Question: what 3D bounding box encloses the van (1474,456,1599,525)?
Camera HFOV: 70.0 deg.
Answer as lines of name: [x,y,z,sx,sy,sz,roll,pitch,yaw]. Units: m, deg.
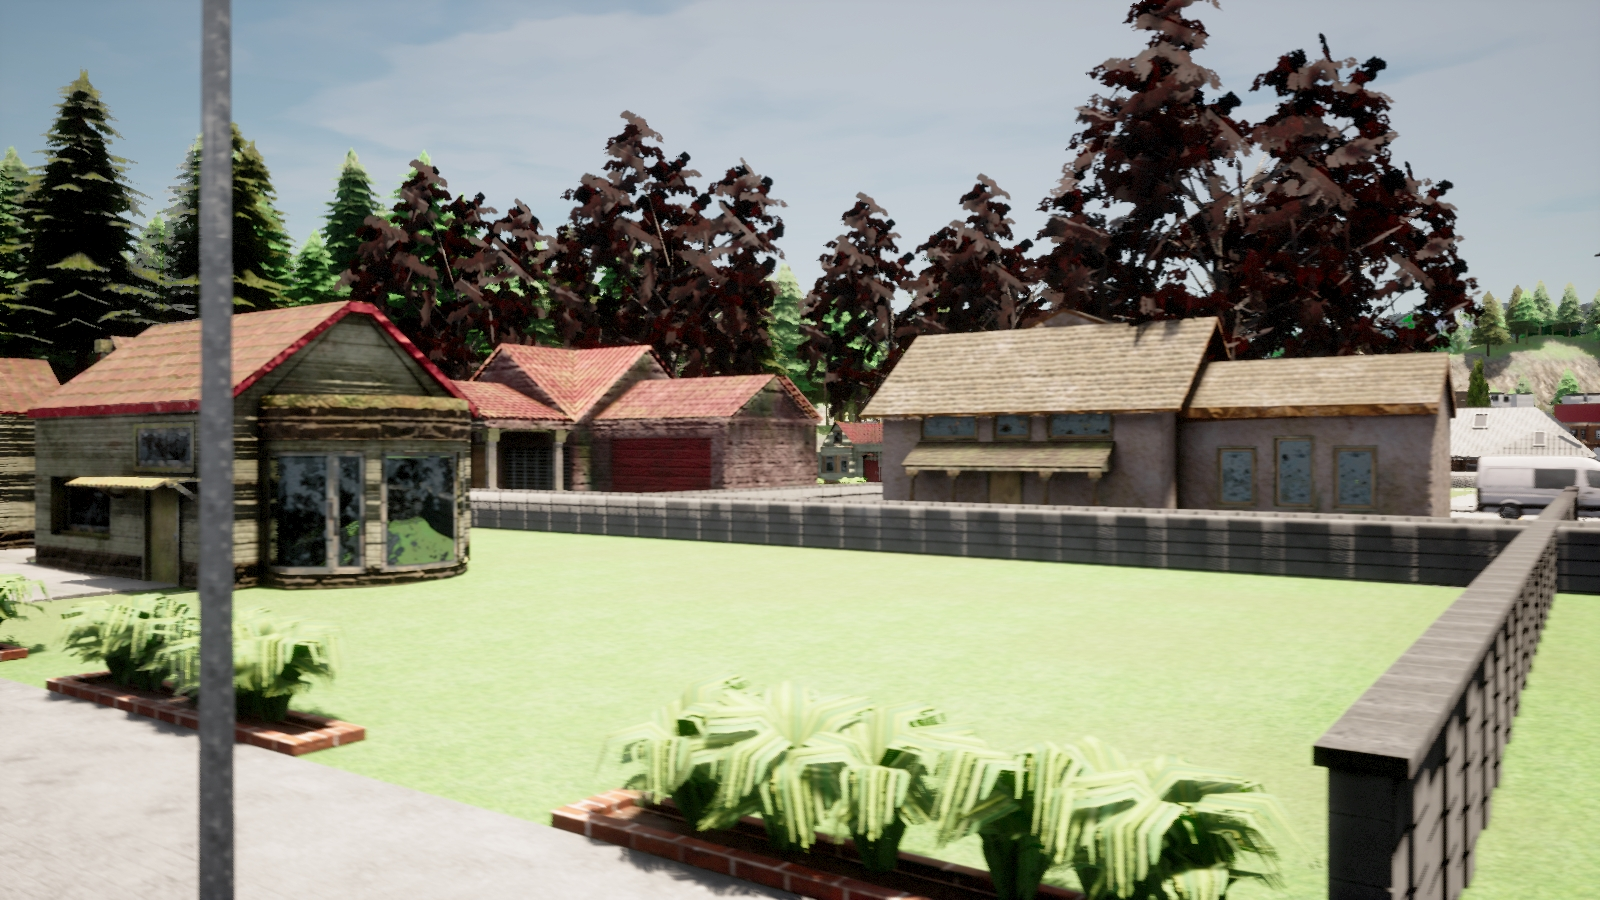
van: [29.558,1.534,44.144,5.915,2.561,1.988,0,0,35]
